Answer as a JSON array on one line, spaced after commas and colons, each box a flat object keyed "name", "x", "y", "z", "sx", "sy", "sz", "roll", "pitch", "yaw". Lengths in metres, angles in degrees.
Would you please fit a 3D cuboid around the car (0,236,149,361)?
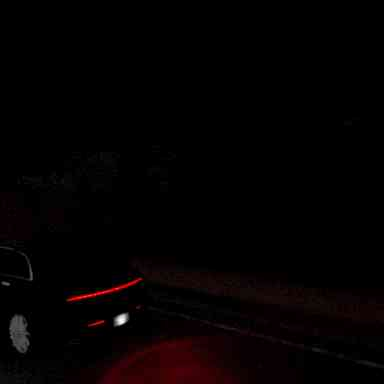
[{"name": "car", "x": -2.986, "y": 1.577, "z": 6.079, "sx": 4.892, "sy": 1.490, "sz": 1.837, "roll": -1, "pitch": -1, "yaw": 35}]
